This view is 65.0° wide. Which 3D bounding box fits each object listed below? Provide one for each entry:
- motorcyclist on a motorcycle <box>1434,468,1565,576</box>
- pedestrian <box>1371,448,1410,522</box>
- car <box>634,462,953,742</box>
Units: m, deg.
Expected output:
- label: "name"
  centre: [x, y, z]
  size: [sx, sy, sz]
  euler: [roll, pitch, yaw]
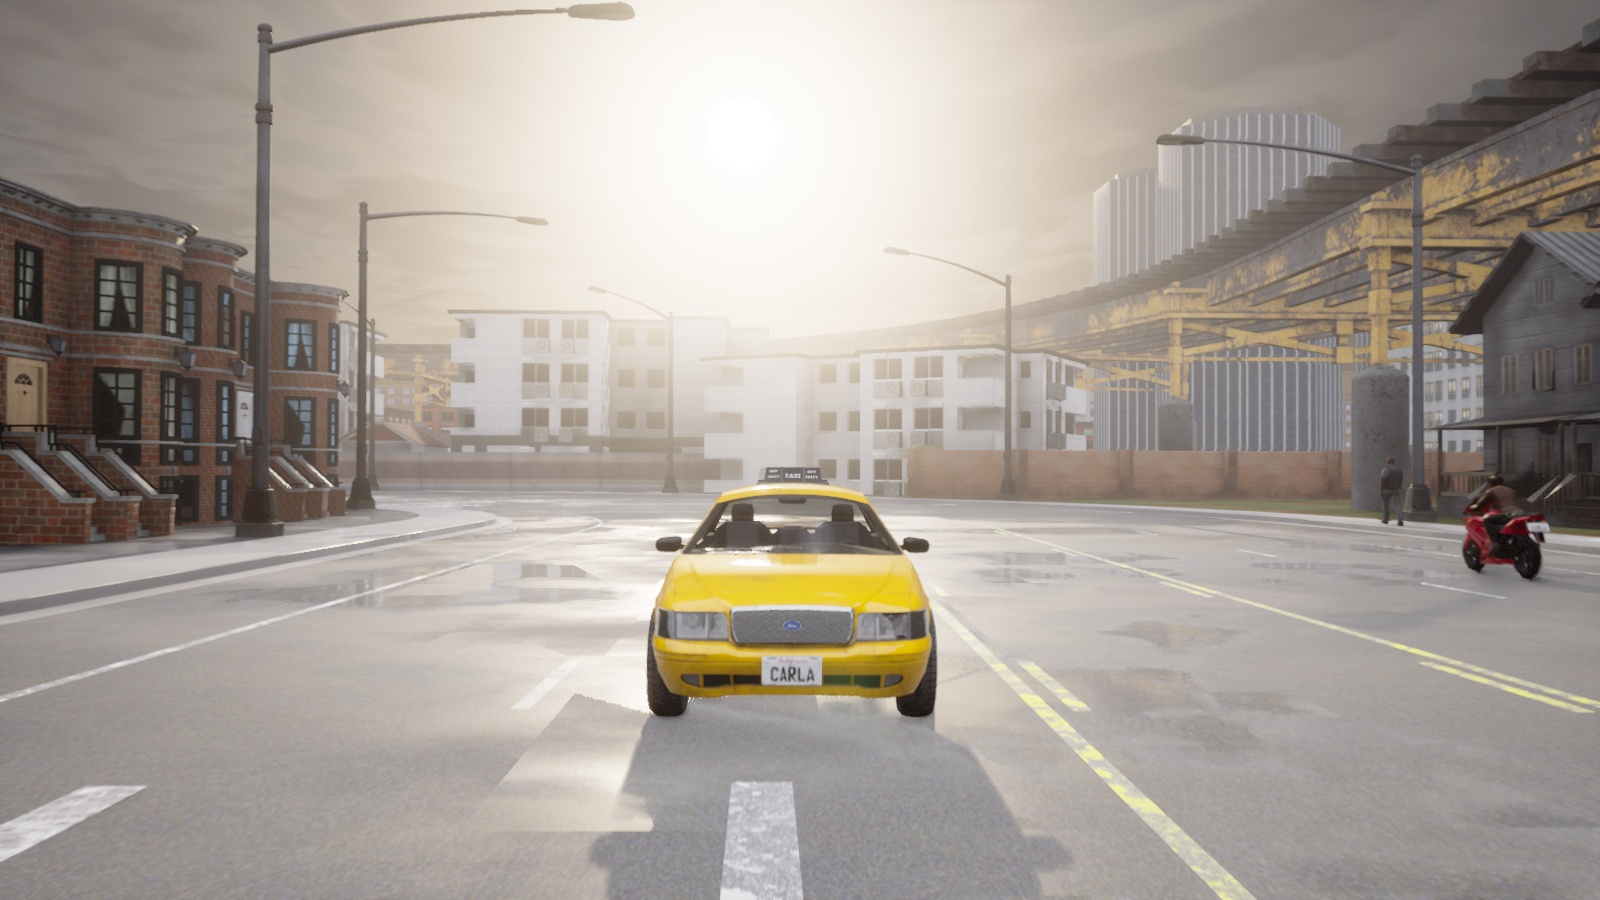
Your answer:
- label: "motorcyclist on a motorcycle"
  centre: [10.410, 1.038, 18.776]
  size: [0.797, 1.523, 2.044]
  euler: [0, -1, 0]
- label: "pedestrian"
  centre: [15.263, 0.900, 32.470]
  size: [0.563, 1.883, 0.849]
  euler: [0, -1, -4]
- label: "car"
  centre: [-0.051, 0.900, 9.804]
  size: [1.801, 1.575, 5.366]
  euler: [0, -1, 0]
